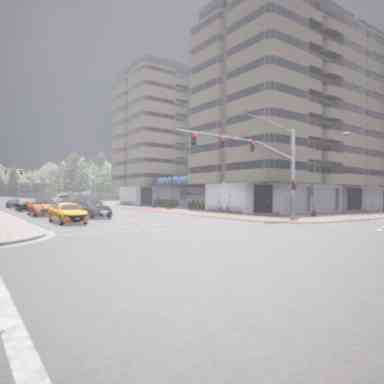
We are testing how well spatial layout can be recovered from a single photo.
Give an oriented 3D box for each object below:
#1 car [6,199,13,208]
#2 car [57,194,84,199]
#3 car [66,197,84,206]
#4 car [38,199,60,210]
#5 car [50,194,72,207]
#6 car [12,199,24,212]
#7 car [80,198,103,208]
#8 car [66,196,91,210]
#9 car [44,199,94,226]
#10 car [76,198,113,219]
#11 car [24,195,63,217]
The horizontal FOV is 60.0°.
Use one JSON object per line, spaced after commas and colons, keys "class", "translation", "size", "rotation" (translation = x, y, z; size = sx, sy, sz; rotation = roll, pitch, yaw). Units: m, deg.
{"class": "car", "translation": [-25.710, 1.644, 48.350], "size": [1.994, 1.385, 4.181], "rotation": [1, 0, -35]}
{"class": "car", "translation": [-13.939, 1.471, 37.549], "size": [2.097, 1.767, 4.553], "rotation": [1, 0, -35]}
{"class": "car", "translation": [-21.516, 1.710, 60.963], "size": [1.837, 1.490, 4.892], "rotation": [1, 0, -34]}
{"class": "car", "translation": [-19.793, 1.721, 45.944], "size": [1.895, 1.301, 4.718], "rotation": [1, 0, -35]}
{"class": "car", "translation": [-21.683, 1.385, 55.092], "size": [2.150, 2.045, 5.566], "rotation": [1, 0, -35]}
{"class": "car", "translation": [-20.006, 1.680, 40.124], "size": [1.895, 1.301, 4.718], "rotation": [1, 0, -35]}
{"class": "car", "translation": [-16.189, 1.696, 53.338], "size": [2.128, 1.511, 4.902], "rotation": [1, 0, -35]}
{"class": "car", "translation": [-16.121, 1.515, 47.131], "size": [2.097, 1.767, 4.553], "rotation": [1, 0, -35]}
{"class": "car", "translation": [-9.175, 1.555, 24.605], "size": [1.882, 1.535, 5.008], "rotation": [1, 0, -35]}
{"class": "car", "translation": [-8.755, 1.610, 30.117], "size": [2.128, 1.511, 4.902], "rotation": [1, 0, -35]}
{"class": "car", "translation": [-14.375, 1.430, 32.058], "size": [2.097, 1.767, 4.553], "rotation": [1, 0, -35]}
